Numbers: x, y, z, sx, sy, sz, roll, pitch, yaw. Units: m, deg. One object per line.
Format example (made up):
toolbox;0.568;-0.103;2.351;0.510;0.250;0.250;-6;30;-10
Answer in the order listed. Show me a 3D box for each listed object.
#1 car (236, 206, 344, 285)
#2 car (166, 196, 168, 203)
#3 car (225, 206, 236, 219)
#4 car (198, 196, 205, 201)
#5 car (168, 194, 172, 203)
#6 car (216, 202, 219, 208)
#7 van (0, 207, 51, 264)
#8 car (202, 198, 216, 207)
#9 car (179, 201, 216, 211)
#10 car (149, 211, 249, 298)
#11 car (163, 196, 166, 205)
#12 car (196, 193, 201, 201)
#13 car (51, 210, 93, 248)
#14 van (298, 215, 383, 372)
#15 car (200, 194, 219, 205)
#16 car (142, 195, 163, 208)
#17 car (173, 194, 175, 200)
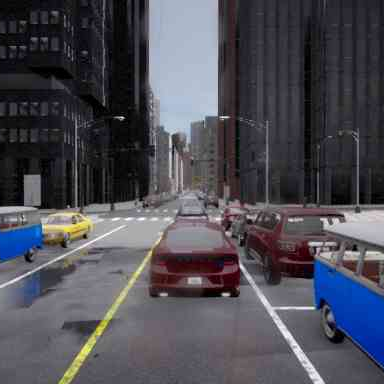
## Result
car;2.754;1.315;9.393;2.192;1.841;5.009;0;0;0
car;-5.813;1.598;58.774;1.947;1.339;4.313;0;0;0
car;2.749;1.551;14.919;2.008;1.369;4.403;0;0;0
car;2.684;1.672;92.636;1.947;1.339;4.313;0;0;0
car;-5.823;1.617;70.061;1.947;1.339;4.313;0;0;0
car;2.743;1.547;20.444;1.887;1.381;4.507;0;0;0
van;-5.776;1.341;9.399;1.690;1.788;3.998;0;0;0
car;2.716;1.592;53.129;1.947;1.339;4.313;0;0;0
car;-0.013;1.493;18.991;2.128;1.511;4.902;0;0;0
car;0.060;1.478;8.582;1.882;1.535;5.008;0;0;0
car;-5.810;1.340;53.131;2.192;1.841;5.009;0;0;0
car;2.688;1.637;86.991;1.887;1.381;4.507;0;0;0
car;-5.779;1.526;14.753;1.752;1.417;4.829;0;0;0
van;2.760;1.341;3.867;1.690;1.788;3.998;0;0;0
car;2.720;1.335;47.485;2.192;1.841;5.009;0;0;0
car;-5.805;1.334;47.488;2.192;1.841;5.009;0;0;0
car;-5.833;1.622;81.347;1.887;1.381;4.507;0;0;0
